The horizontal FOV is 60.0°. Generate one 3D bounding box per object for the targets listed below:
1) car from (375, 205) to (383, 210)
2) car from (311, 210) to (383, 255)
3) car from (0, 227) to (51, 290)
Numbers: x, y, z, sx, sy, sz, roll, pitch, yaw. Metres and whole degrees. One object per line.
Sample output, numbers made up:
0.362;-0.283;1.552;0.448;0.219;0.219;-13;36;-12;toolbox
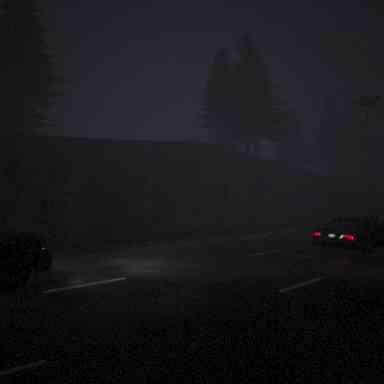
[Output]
16.077;1.774;26.588;5.008;1.535;1.882;1;-1;-41;car
7.151;1.710;14.242;5.357;1.411;2.033;1;-1;-42;car
-6.373;1.327;7.859;5.566;2.045;2.150;1;-1;-34;car
